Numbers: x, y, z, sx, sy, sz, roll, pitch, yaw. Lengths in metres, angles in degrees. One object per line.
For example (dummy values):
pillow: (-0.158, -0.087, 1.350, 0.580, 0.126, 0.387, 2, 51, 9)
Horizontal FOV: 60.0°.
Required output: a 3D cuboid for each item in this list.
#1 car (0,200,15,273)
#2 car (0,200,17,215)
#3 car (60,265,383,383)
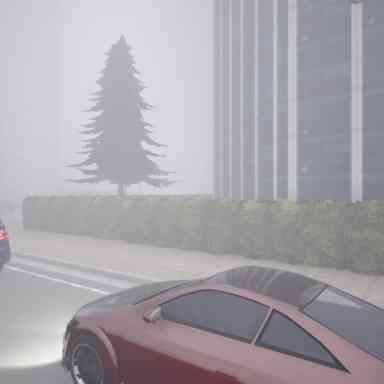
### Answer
car: (-7.160, 1.221, 9.062, 5.566, 2.045, 2.150, 0, 0, 35)
car: (-20.375, 1.560, 33.237, 1.837, 1.490, 4.892, 0, 0, 35)
car: (0.451, 1.564, 3.671, 4.181, 1.385, 1.994, 0, 0, 35)
